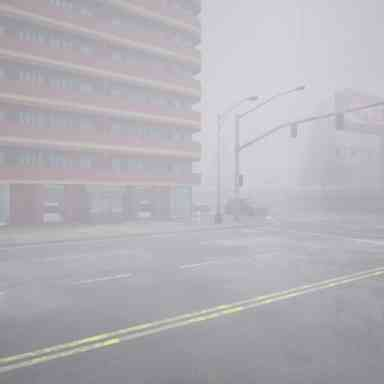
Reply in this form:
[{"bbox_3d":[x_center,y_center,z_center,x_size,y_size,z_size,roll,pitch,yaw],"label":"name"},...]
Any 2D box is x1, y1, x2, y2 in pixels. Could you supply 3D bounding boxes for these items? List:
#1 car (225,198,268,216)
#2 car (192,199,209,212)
[{"bbox_3d":[5.240,1.352,32.389,2.097,1.767,4.553,0,0,-34],"label":"car"},{"bbox_3d":[0.261,1.526,39.812,1.812,1.442,4.674,0,0,-34],"label":"car"}]
